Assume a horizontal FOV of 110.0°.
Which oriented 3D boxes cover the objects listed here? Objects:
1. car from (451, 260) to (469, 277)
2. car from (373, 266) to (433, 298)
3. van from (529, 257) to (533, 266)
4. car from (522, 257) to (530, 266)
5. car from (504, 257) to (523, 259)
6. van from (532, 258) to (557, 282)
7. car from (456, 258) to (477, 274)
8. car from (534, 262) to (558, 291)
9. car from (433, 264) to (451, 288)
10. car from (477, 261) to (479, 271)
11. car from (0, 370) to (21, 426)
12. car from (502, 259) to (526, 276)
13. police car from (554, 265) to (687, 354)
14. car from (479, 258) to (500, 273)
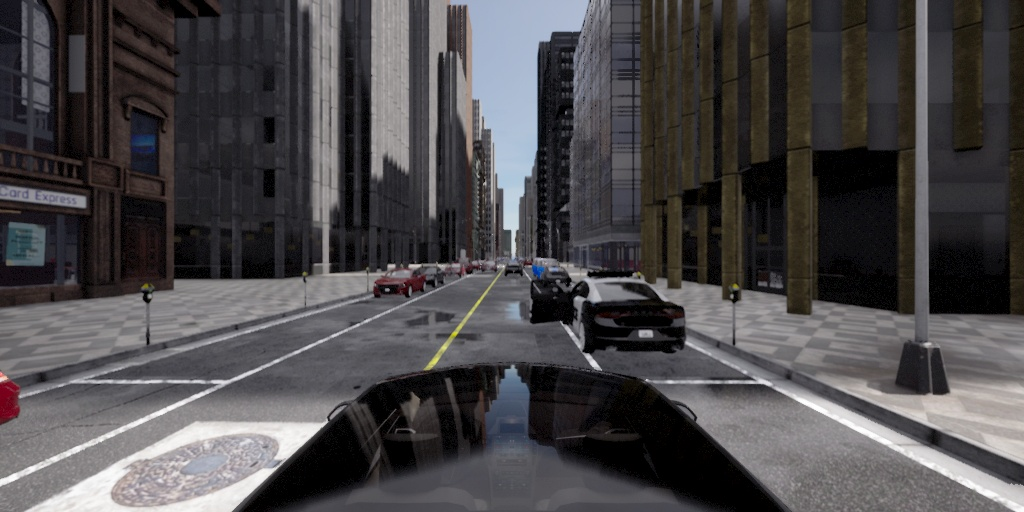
[{"bbox_3d":[-5.644,1.382,35.517,1.802,1.307,4.207,0,0,0],"label":"car"},{"bbox_3d":[-5.703,1.319,18.662,1.888,1.381,4.507,0,0,0],"label":"car"},{"bbox_3d":[2.881,1.141,35.504,1.690,1.789,3.998,0,0,0],"label":"van"},{"bbox_3d":[2.979,1.164,63.598,2.192,1.841,5.009,0,0,0],"label":"car"},{"bbox_3d":[0.212,1.301,49.192,1.882,1.535,5.008,0,0,1],"label":"car"},{"bbox_3d":[2.861,1.132,29.886,1.690,1.789,3.998,0,0,0],"label":"van"},{"bbox_3d":[-5.624,1.124,41.135,2.192,1.841,5.009,0,0,0],"label":"car"},{"bbox_3d":[2.842,1.333,24.267,2.007,1.370,4.403,0,0,0],"label":"car"},{"bbox_3d":[-5.683,1.348,24.280,1.948,1.339,4.313,0,0,0],"label":"car"},{"bbox_3d":[-5.585,1.374,52.371,1.888,1.381,4.507,0,0,0],"label":"car"},{"bbox_3d":[-5.762,1.332,1.807,1.802,1.307,4.207,0,0,0],"label":"car"},{"bbox_3d":[0.198,1.308,37.285,1.837,1.490,4.892,0,0,1],"label":"car"},{"bbox_3d":[2.392,1.185,8.965,1.930,1.638,5.238,0,0,0],"label":"police car"},{"bbox_3d":[-2.849,1.344,46.094,1.812,1.442,4.674,0,0,0],"label":"car"}]
